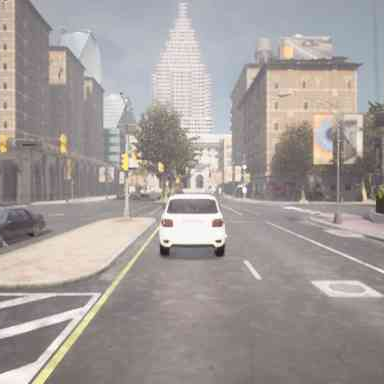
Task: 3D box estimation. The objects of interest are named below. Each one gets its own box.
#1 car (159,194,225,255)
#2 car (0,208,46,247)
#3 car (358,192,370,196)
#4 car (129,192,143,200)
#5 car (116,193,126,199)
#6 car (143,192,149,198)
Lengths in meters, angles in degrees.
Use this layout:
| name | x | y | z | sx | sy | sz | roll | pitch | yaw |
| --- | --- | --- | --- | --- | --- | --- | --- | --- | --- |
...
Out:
| name | x | y | z | sx | sy | sz | roll | pitch | yaw |
| --- | --- | --- | --- | --- | --- | --- | --- | --- | --- |
| car | -0.007 | 1.094 | 12.771 | 2.150 | 2.045 | 5.566 | 0 | 1 | -1 |
| car | -8.145 | 1.405 | 14.168 | 2.033 | 1.411 | 5.357 | 0 | 1 | 0 |
| car | 37.283 | 0.742 | 75.385 | 2.231 | 1.521 | 4.892 | 0 | 1 | -1 |
| car | -12.117 | 0.805 | 70.093 | 1.837 | 1.490 | 4.892 | 0 | 1 | -1 |
| car | -15.397 | 0.865 | 73.523 | 1.895 | 1.301 | 4.718 | 0 | 1 | -1 |
| car | -12.255 | 0.747 | 85.600 | 1.895 | 1.301 | 4.718 | 0 | 1 | -1 |
